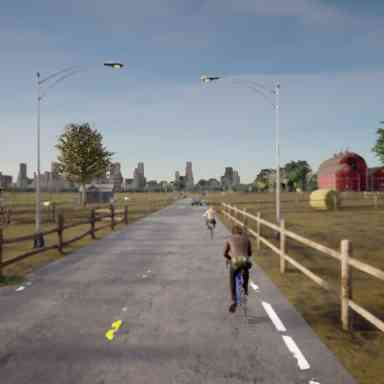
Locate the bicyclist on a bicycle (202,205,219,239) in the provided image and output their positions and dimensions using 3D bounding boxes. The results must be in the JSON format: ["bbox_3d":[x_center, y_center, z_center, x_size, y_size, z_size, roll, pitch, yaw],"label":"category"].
[{"bbox_3d":[0.945,1.441,16.510,0.866,1.612,1.509,0,0,1],"label":"bicyclist on a bicycle"}]

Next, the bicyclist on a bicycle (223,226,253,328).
[{"bbox_3d":[0.844,1.449,6.025,0.582,1.620,1.656,0,0,1],"label":"bicyclist on a bicycle"}]

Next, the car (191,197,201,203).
[{"bbox_3d":[0.896,1.748,73.929,1.994,1.385,4.181,0,0,1],"label":"car"}]

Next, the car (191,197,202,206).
[{"bbox_3d":[0.804,1.678,57.783,2.033,1.411,5.357,0,0,0],"label":"car"}]
